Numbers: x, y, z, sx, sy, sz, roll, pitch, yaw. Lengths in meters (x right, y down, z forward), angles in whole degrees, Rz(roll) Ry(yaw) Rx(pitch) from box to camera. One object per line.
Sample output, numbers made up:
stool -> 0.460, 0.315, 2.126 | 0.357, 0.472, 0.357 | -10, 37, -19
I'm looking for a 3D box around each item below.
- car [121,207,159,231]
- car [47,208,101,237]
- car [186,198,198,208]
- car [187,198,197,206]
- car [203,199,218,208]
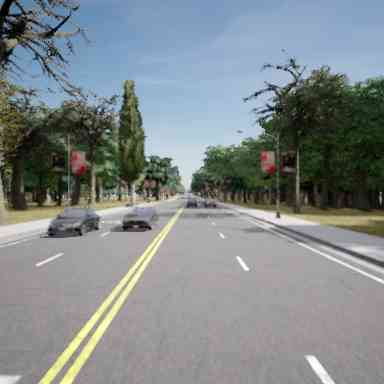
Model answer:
car -> -3.274, 1.690, 22.130 | 2.033, 1.411, 5.357 | 0, 0, 0
car -> -6.552, 1.643, 19.114 | 1.812, 1.442, 4.674 | 0, -1, 0
car -> 0.003, 1.991, 57.286 | 1.837, 1.490, 4.892 | 0, -1, 0
car -> 0.004, 2.068, 67.710 | 1.837, 1.490, 4.892 | 0, -1, 0
car -> 3.253, 2.017, 57.696 | 1.812, 1.442, 4.674 | 0, -1, 0
